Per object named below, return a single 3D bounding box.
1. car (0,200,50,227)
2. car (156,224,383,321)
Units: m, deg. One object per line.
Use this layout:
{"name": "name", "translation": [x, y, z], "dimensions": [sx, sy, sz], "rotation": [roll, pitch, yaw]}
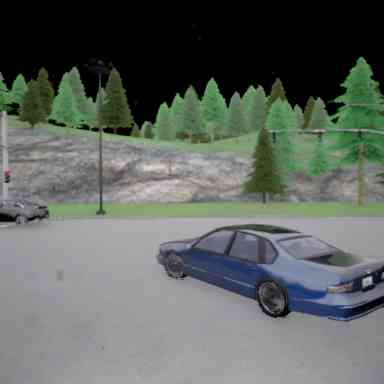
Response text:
{"name": "car", "translation": [-11.216, 1.264, 20.120], "dimensions": [4.902, 1.511, 2.128], "rotation": [0, 1, 1]}
{"name": "car", "translation": [1.267, 1.434, 7.261], "dimensions": [2.033, 1.411, 5.357], "rotation": [-1, 1, -37]}
